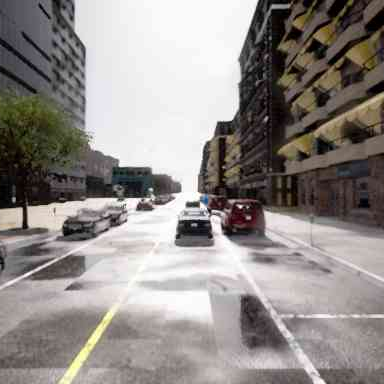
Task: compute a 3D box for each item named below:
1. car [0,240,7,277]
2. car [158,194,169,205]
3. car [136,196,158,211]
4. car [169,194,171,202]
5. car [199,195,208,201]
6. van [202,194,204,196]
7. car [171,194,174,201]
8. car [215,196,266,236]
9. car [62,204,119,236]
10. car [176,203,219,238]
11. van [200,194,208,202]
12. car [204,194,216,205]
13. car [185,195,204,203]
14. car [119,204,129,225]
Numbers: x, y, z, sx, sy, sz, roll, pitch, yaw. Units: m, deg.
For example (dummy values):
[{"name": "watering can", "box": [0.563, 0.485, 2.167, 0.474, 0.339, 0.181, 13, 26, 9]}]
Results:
[{"name": "car", "box": [-5.680, 1.556, 7.009, 2.008, 1.369, 4.403, 1, 0, 0]}, {"name": "car", "box": [-5.644, 1.442, 57.823, 1.967, 1.590, 4.097, 1, 0, 0]}, {"name": "car", "box": [-5.677, 1.450, 40.885, 1.967, 1.590, 4.097, 1, 0, 0]}, {"name": "car", "box": [-5.638, 1.437, 63.469, 1.967, 1.590, 4.097, 1, 0, 0]}, {"name": "car", "box": [2.710, 1.544, 80.438, 1.947, 1.339, 4.313, 1, 0, 0]}, {"name": "van", "box": [2.710, 1.347, 52.206, 1.690, 1.788, 3.998, 1, 0, 0]}, {"name": "car", "box": [-5.638, 1.530, 74.760, 1.887, 1.381, 4.507, 1, 0, 0]}, {"name": "car", "box": [2.705, 1.326, 18.329, 2.192, 1.841, 5.009, 1, 0, 0]}, {"name": "car", "box": [-5.678, 1.561, 18.301, 2.008, 1.369, 4.403, 1, 0, 0]}, {"name": "car", "box": [0.103, 1.558, 17.779, 2.033, 1.411, 5.357, 0, 0, 0]}, {"name": "van", "box": [2.713, 1.327, 74.792, 1.690, 1.788, 3.998, 1, 0, 0]}, {"name": "car", "box": [2.708, 1.326, 35.268, 2.192, 1.841, 5.009, 1, 0, 0]}, {"name": "car", "box": [0.105, 1.501, 42.442, 2.128, 1.511, 4.902, 0, 0, 0]}, {"name": "car", "box": [-5.678, 1.562, 23.948, 2.008, 1.369, 4.403, 1, 0, 0]}]
